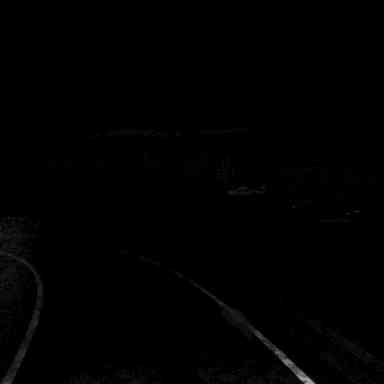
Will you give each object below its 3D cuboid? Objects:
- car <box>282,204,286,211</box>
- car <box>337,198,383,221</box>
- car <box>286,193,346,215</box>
[{"bbox_3d":[12.235,1.477,36.348,4.902,1.511,2.128,-1,0,-12],"label":"car"},{"bbox_3d":[14.325,1.413,26.060,4.892,1.490,1.837,-1,0,-12],"label":"car"},{"bbox_3d":[12.615,1.184,32.858,5.566,2.045,2.150,-1,0,-12],"label":"car"}]
